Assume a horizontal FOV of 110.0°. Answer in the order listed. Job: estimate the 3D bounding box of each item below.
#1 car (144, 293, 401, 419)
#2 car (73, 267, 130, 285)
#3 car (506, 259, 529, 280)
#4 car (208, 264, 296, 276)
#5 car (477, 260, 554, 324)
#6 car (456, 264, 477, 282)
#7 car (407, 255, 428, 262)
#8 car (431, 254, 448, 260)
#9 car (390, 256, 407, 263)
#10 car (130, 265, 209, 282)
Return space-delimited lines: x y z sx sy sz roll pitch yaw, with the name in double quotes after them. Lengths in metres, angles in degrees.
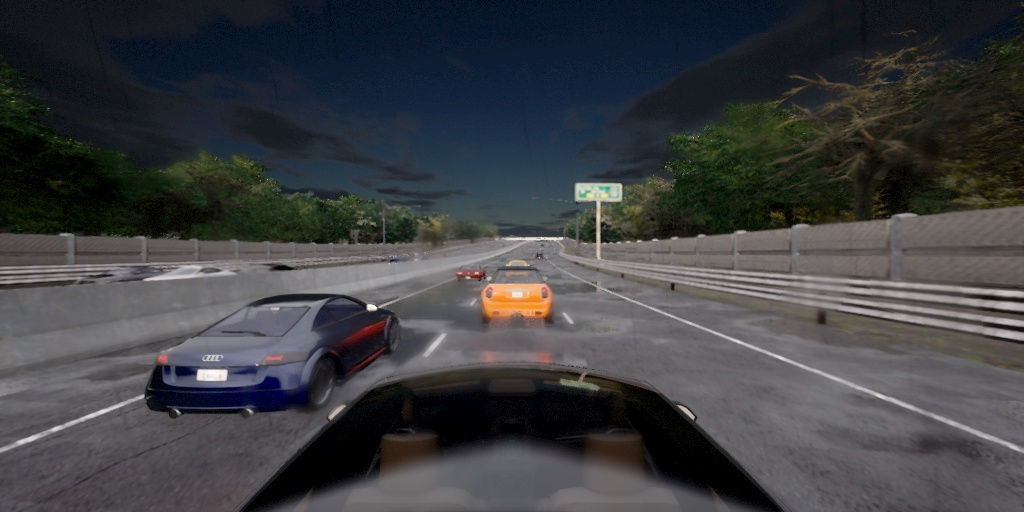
-3.375 1.313 6.053 1.994 1.385 4.181 0 0 0 "car"
-20.935 1.282 19.692 1.994 1.385 4.181 0 0 1 "car"
0.503 1.115 31.066 1.882 1.535 5.008 0 1 1 "car"
-13.928 1.225 20.150 1.837 1.490 4.892 0 0 1 "car"
0.168 1.101 12.182 2.097 1.767 4.553 0 0 0 "car"
-3.075 1.267 28.128 1.895 1.301 4.718 0 1 1 "car"
-15.945 0.535 62.168 2.128 1.511 4.902 0 1 4 "car"
-12.447 0.395 62.071 2.097 1.767 4.553 0 1 3 "car"
-19.441 0.643 62.140 1.895 1.301 4.718 0 1 3 "car"
-17.437 1.246 19.679 1.812 1.442 4.674 0 0 1 "car"
